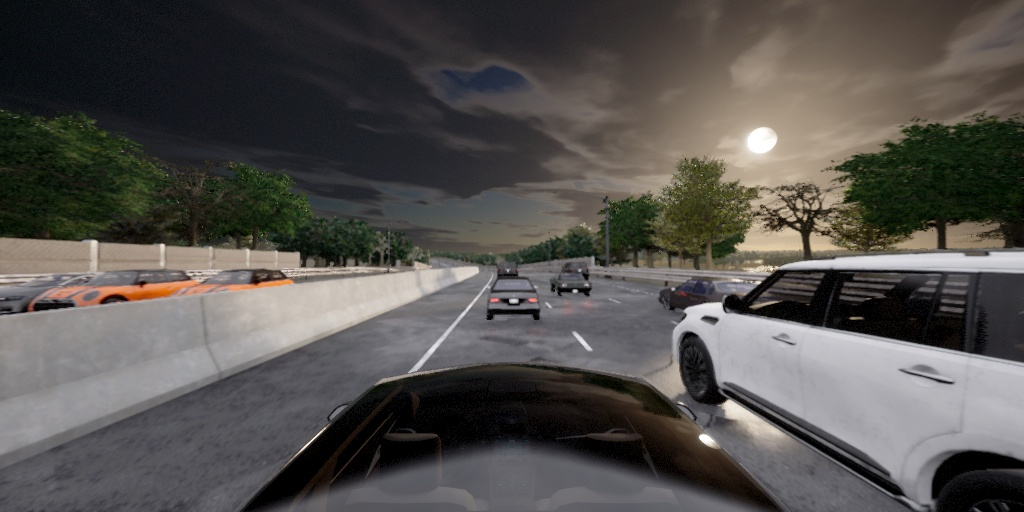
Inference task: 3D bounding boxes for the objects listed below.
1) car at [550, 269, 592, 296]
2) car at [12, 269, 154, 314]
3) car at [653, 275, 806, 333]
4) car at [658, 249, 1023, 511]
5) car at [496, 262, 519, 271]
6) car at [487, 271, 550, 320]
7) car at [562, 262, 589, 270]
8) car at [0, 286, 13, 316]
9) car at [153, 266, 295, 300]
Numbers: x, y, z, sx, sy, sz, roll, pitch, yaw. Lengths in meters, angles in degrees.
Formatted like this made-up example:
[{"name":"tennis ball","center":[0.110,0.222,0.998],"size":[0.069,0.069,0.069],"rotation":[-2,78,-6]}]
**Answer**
[{"name":"car","center":[3.409,1.669,21.773],"size":[1.895,1.301,4.718],"rotation":[0,-1,-1]},{"name":"car","center":[-14.077,1.281,13.186],"size":[2.097,1.767,4.553],"rotation":[0,-1,0]},{"name":"car","center":[7.037,1.453,12.552],"size":[2.033,1.411,5.357],"rotation":[0,-1,-1]},{"name":"car","center":[3.589,0.990,3.256],"size":[2.150,2.045,5.566],"rotation":[0,-1,0]},{"name":"car","center":[-0.478,1.625,37.760],"size":[2.150,2.045,5.566],"rotation":[0,-1,-2]},{"name":"car","center":[0.027,1.474,13.556],"size":[2.033,1.411,5.357],"rotation":[0,-1,-1]},{"name":"car","center":[6.530,1.614,37.589],"size":[2.150,2.045,5.566],"rotation":[0,-1,-2]},{"name":"car","center":[-17.573,1.454,14.211],"size":[2.128,1.511,4.902],"rotation":[0,-1,-1]},{"name":"car","center":[-10.576,1.291,13.978],"size":[2.097,1.767,4.553],"rotation":[0,-1,-1]}]
